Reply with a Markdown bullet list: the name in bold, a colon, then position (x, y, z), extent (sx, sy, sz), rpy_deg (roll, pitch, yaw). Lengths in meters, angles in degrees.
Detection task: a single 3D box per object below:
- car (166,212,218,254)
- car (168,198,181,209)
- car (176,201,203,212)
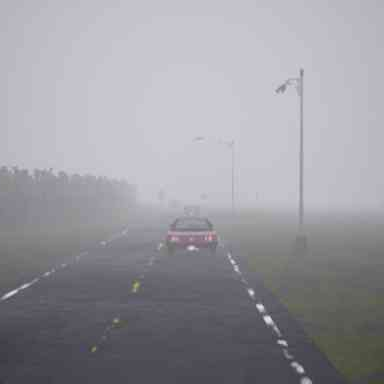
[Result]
- **car**: position (-0.008, 1.731, 14.118), extent (1.895, 1.301, 4.718), rpy_deg (0, -1, 0)
- **car**: position (-2.781, 1.862, 55.680), extent (2.097, 1.767, 4.553), rpy_deg (0, 0, 0)
- **car**: position (-0.014, 1.818, 29.001), extent (2.033, 1.411, 5.357), rpy_deg (0, 0, 0)
